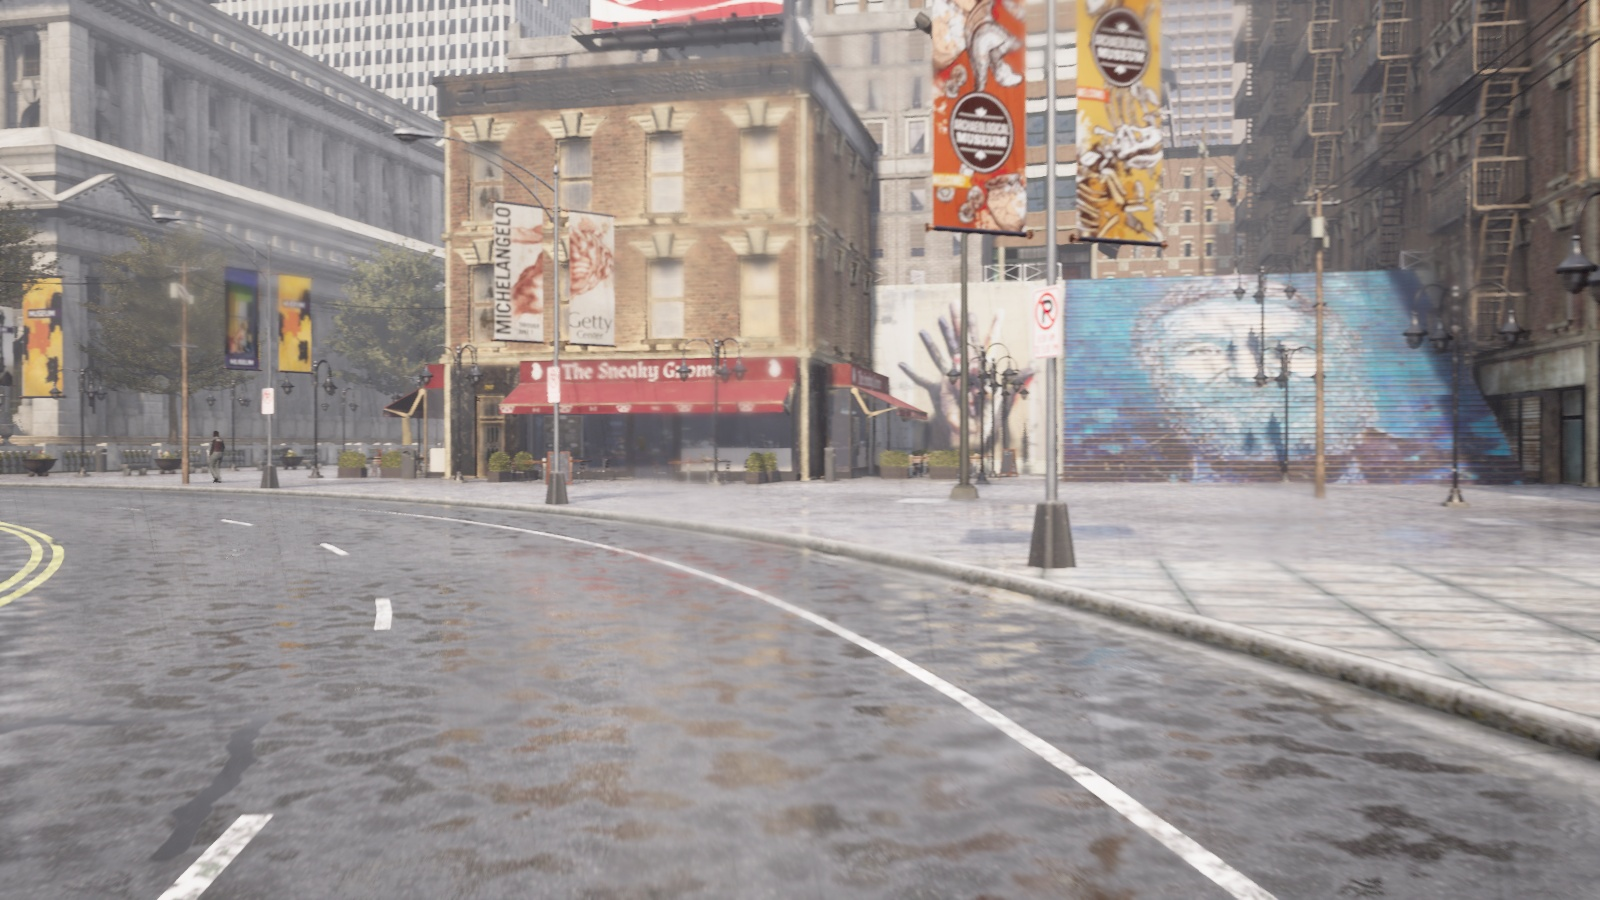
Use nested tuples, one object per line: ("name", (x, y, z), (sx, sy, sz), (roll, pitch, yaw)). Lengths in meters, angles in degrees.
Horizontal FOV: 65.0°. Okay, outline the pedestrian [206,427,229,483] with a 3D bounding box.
("pedestrian", (-19.939, 0.167, 43.003), (0.666, 1.930, 0.402), (0, 0, 30))
